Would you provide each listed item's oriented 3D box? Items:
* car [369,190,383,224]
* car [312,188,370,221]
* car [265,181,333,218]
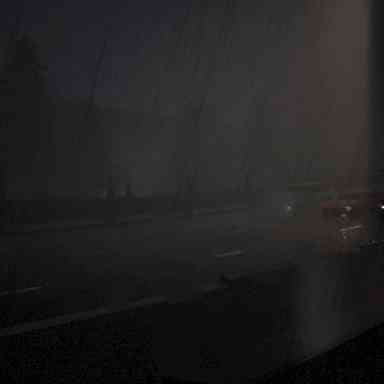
[{"bbox_3d":[11.390,0.407,16.397,5.566,2.045,2.150,-6,3,-35],"label":"car"},{"bbox_3d":[9.470,0.652,19.327,5.008,1.535,1.882,-6,3,-35],"label":"car"},{"bbox_3d":[7.343,0.406,22.109,5.566,2.045,2.150,-6,3,-35],"label":"car"}]
